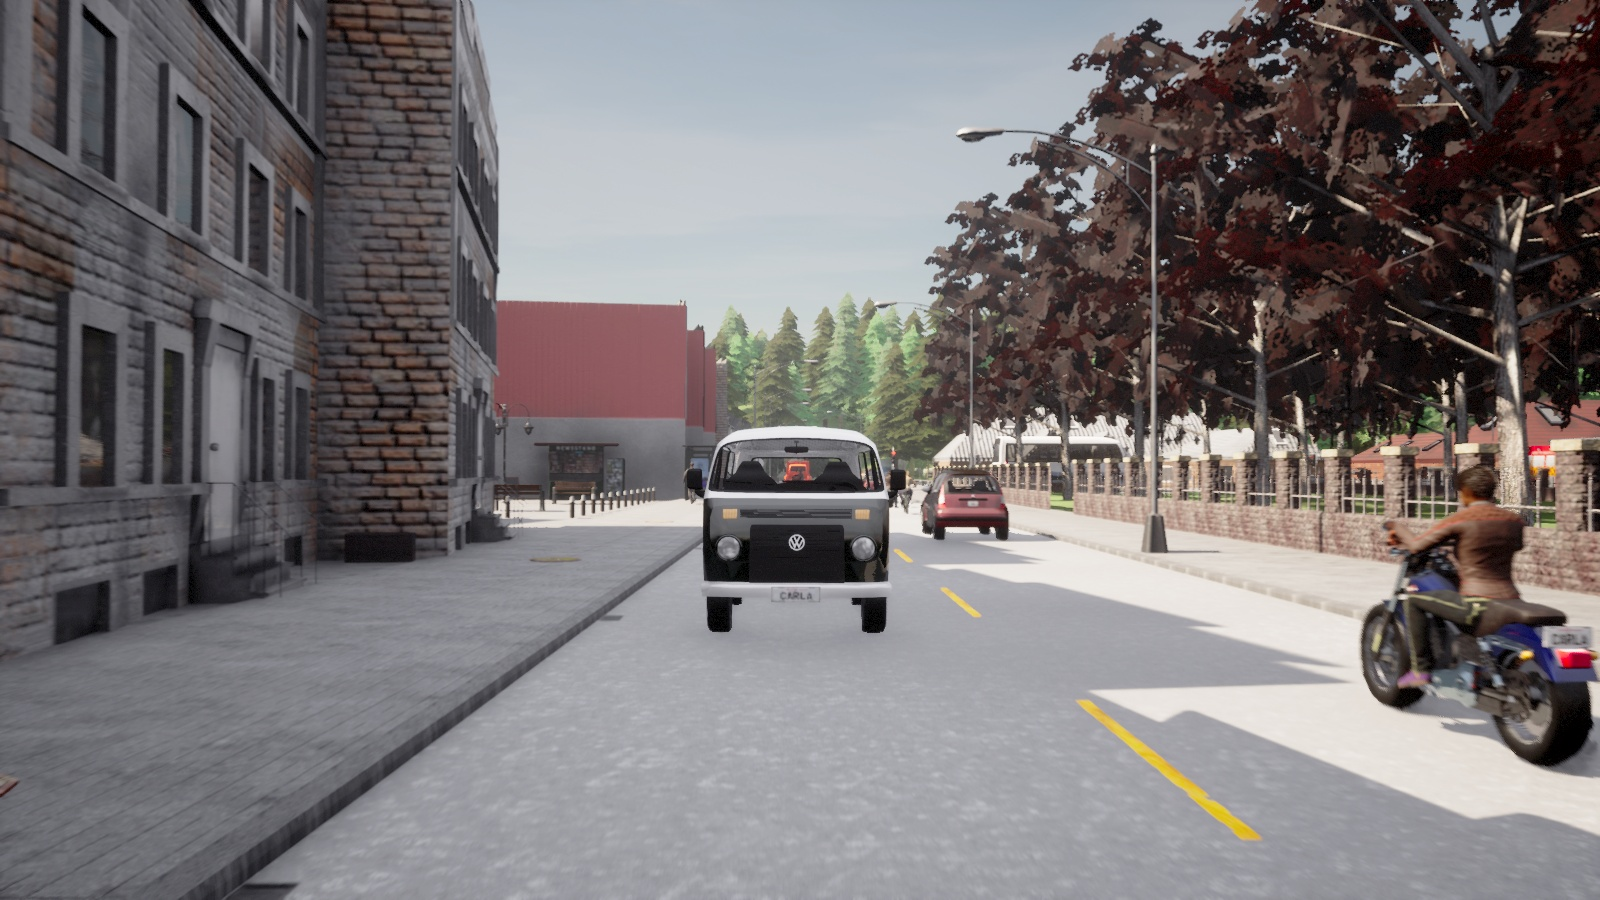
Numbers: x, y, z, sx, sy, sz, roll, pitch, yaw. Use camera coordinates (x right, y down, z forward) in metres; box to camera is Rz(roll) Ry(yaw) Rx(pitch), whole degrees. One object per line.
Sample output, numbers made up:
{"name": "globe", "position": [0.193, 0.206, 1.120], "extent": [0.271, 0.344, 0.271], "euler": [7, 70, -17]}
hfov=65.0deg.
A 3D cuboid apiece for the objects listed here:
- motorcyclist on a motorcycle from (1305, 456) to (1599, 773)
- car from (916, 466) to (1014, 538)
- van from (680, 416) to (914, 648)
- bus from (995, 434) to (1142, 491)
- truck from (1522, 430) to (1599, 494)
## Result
{"name": "motorcyclist on a motorcycle", "position": [3.981, 0.879, 7.738], "extent": [0.766, 1.649, 2.350], "euler": [0, -1, 0]}
{"name": "car", "position": [3.925, 1.208, 30.512], "extent": [1.851, 1.617, 3.988], "euler": [0, -1, 0]}
{"name": "van", "position": [-0.034, 0.762, 13.356], "extent": [2.069, 2.038, 4.480], "euler": [0, -1, 0]}
{"name": "bus", "position": [20.283, 0.955, 95.487], "extent": [10.273, 4.253, 3.944], "euler": [0, -1, -2]}
{"name": "truck", "position": [49.062, 0.764, 78.253], "extent": [2.891, 3.827, 8.468], "euler": [0, -1, -3]}
